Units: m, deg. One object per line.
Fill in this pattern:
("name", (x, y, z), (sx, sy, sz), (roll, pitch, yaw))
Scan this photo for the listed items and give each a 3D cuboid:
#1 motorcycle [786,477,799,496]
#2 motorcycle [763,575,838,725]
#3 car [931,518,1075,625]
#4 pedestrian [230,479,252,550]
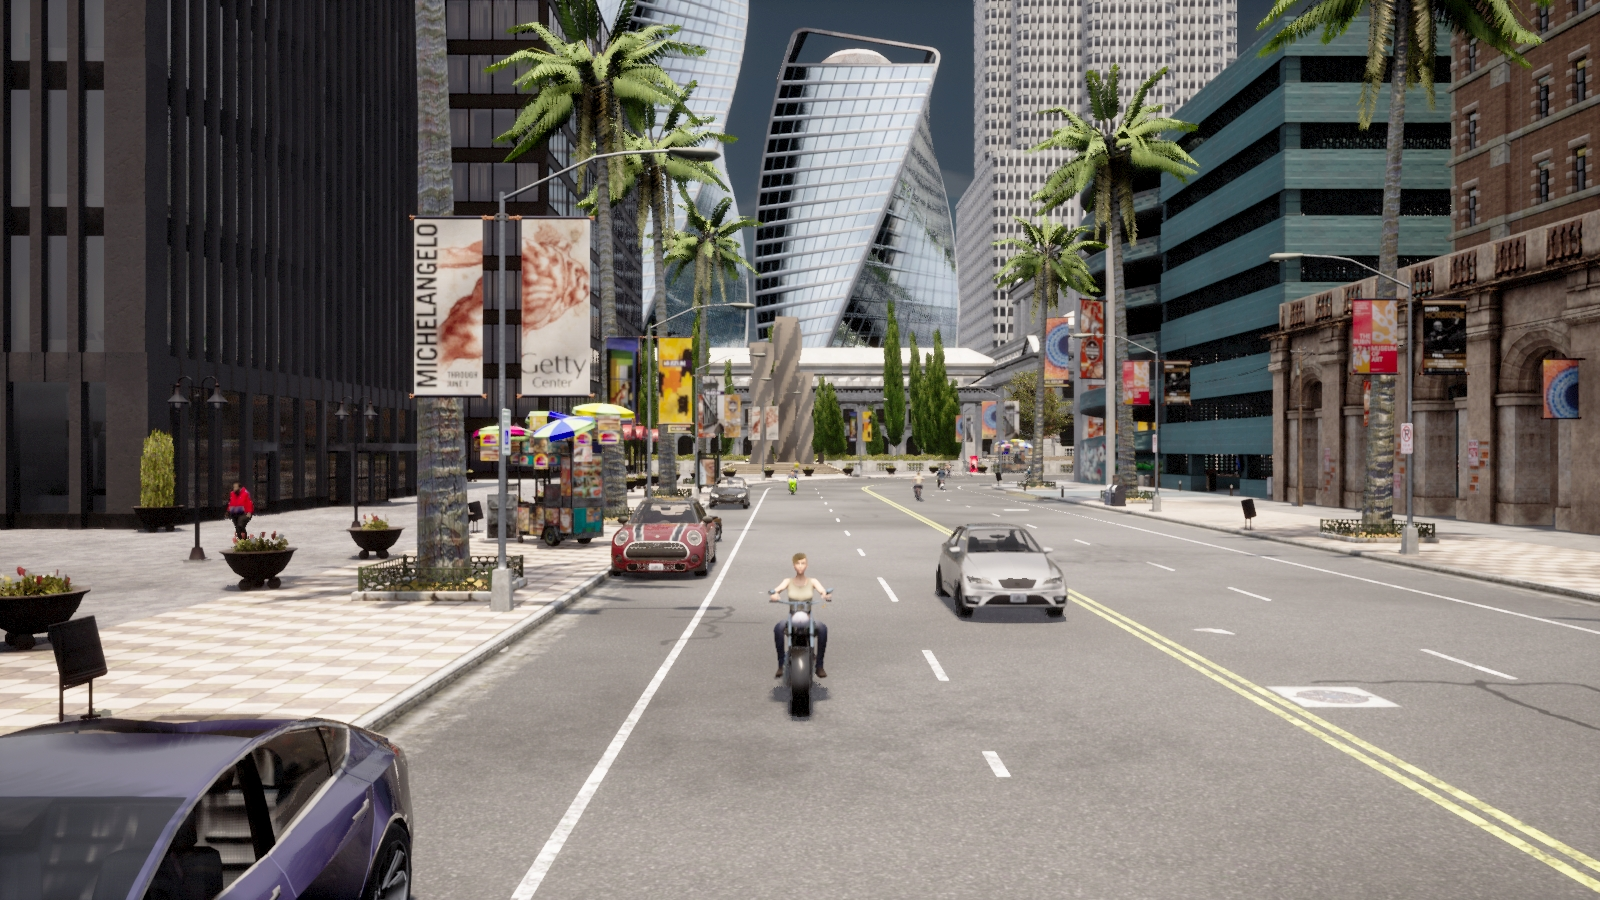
("motorcycle", (-0.458, 2.241, 70.669), (0.803, 1.145, 2.033), (0, 0, 0))
("motorcycle", (0.008, 2.175, 12.888), (0.764, 1.277, 2.356), (0, 0, 0))
("car", (3.503, 2.074, 20.427), (1.816, 1.474, 4.193), (0, 0, 0))
("pedestrian", (-15.002, 1.724, 30.680), (0.375, 1.860, 0.375), (0, 0, 9))
